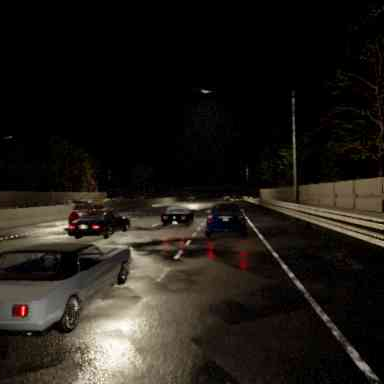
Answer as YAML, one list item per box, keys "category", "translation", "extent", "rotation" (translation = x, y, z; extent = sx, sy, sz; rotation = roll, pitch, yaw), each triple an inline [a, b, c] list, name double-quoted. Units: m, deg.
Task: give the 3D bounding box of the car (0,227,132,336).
- category: "car"
  translation: [-2.729, 1.697, 6.925]
  extent: [1.895, 1.301, 4.718]
  rotation: [-1, 0, 6]

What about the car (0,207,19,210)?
- category: "car"
  translation: [-17.940, 2.108, 31.800]
  extent: [2.033, 1.411, 5.357]
  rotation: [-1, 0, 6]

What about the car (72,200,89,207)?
- category: "car"
  translation: [-24.195, 2.502, 72.375]
  extent: [1.994, 1.385, 4.181]
  rotation: [-1, 0, 6]

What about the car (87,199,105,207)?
- category: "car"
  translation: [-20.716, 2.351, 72.015]
  extent: [1.882, 1.535, 5.008]
  rotation: [-1, 0, 6]

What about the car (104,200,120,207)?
- category: "car"
  translation: [-17.236, 2.392, 71.624]
  extent: [1.895, 1.301, 4.718]
  rotation: [-1, 0, 6]

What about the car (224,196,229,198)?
- category: "car"
  translation: [9.629, 1.963, 93.249]
  extent: [2.128, 1.511, 4.902]
  rotation: [-1, 0, 6]

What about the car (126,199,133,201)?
- category: "car"
  translation: [-13.569, 2.265, 73.084]
  extent: [1.994, 1.385, 4.181]
  rotation: [-1, 0, 6]

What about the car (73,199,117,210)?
- category: "car"
  translation: [-7.790, 1.663, 26.068]
  extent: [2.097, 1.767, 4.553]
  rotation: [-1, 0, 6]

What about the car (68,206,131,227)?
- category: "car"
  translation: [-5.032, 1.758, 18.679]
  extent: [2.033, 1.411, 5.357]
  rotation: [-1, 0, 6]

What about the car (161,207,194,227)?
- category: "car"
  translation: [-0.928, 1.756, 24.292]
  extent: [1.895, 1.301, 4.718]
  rotation: [-1, 0, 6]

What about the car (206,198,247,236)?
- category: "car"
  translation: [1.923, 1.415, 18.894]
  extent: [2.097, 1.767, 4.553]
  rotation: [-1, 0, 6]
